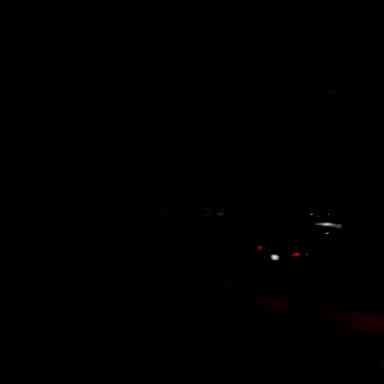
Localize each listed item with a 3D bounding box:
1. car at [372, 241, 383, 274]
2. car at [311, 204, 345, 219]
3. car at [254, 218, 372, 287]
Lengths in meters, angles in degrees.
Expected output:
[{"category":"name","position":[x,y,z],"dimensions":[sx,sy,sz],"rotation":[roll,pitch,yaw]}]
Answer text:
[{"category":"car","position":[6.070,1.610,7.083],"dimensions":[4.674,1.442,1.812],"rotation":[1,-1,-33]},{"category":"car","position":[12.510,1.925,30.642],"dimensions":[1.837,1.490,4.892],"rotation":[-1,-1,42]},{"category":"car","position":[3.855,1.697,9.812],"dimensions":[4.181,1.385,1.994],"rotation":[0,-1,-33]}]
